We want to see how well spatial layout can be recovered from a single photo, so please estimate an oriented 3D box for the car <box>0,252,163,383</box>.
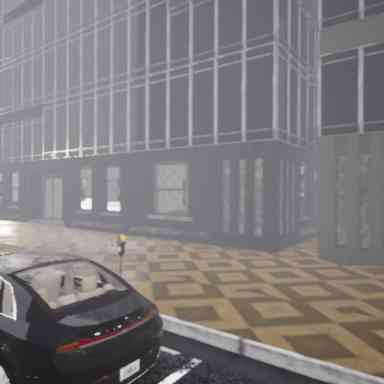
[{"bbox_3d":[-2.395,1.516,4.578,4.403,1.369,2.008,1,0,35],"label":"car"}]
